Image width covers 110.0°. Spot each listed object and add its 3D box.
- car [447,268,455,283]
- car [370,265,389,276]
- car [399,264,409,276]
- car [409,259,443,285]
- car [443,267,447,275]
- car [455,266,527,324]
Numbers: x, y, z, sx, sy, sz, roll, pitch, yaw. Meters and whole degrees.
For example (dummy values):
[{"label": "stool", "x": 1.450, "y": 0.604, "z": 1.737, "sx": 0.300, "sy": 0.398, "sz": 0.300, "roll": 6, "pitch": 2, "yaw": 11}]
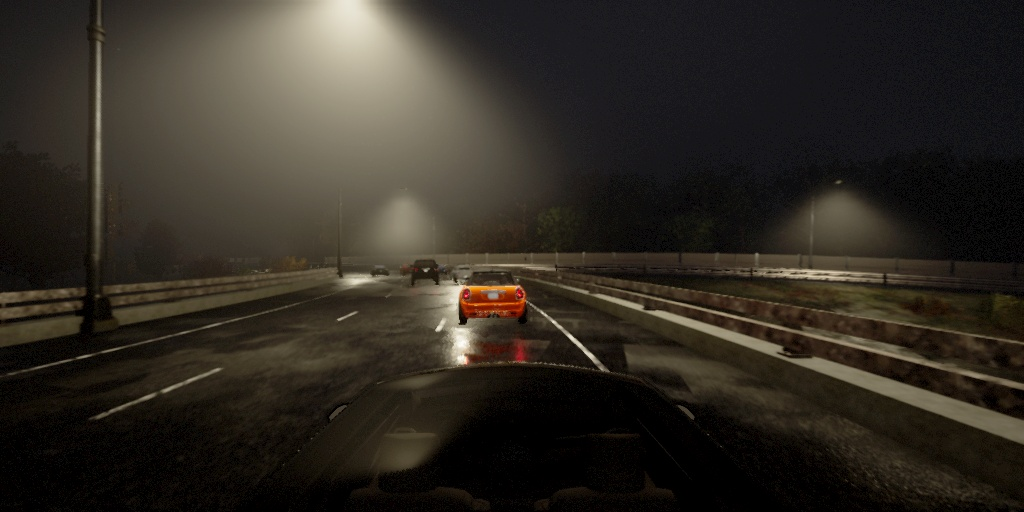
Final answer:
[{"label": "car", "x": -4.591, "y": 1.623, "z": 32.983, "sx": 1.812, "sy": 1.442, "sz": 4.674, "roll": 0, "pitch": -1, "yaw": -16}, {"label": "car", "x": -17.182, "y": 1.862, "z": 46.515, "sx": 1.994, "sy": 1.385, "sz": 4.181, "roll": 0, "pitch": -1, "yaw": -25}, {"label": "car", "x": -13.634, "y": 1.766, "z": 47.201, "sx": 1.882, "sy": 1.535, "sz": 5.008, "roll": 0, "pitch": 0, "yaw": -24}, {"label": "car", "x": -7.353, "y": 1.297, "z": 30.164, "sx": 2.150, "sy": 2.045, "sz": 5.566, "roll": 0, "pitch": -1, "yaw": -16}, {"label": "car", "x": -10.042, "y": 1.826, "z": 47.887, "sx": 2.033, "sy": 1.411, "sz": 5.357, "roll": 0, "pitch": -1, "yaw": -25}, {"label": "car", "x": -0.751, "y": 1.220, "z": 12.698, "sx": 2.097, "sy": 1.767, "sz": 4.553, "roll": 0, "pitch": -1, "yaw": -5}]
